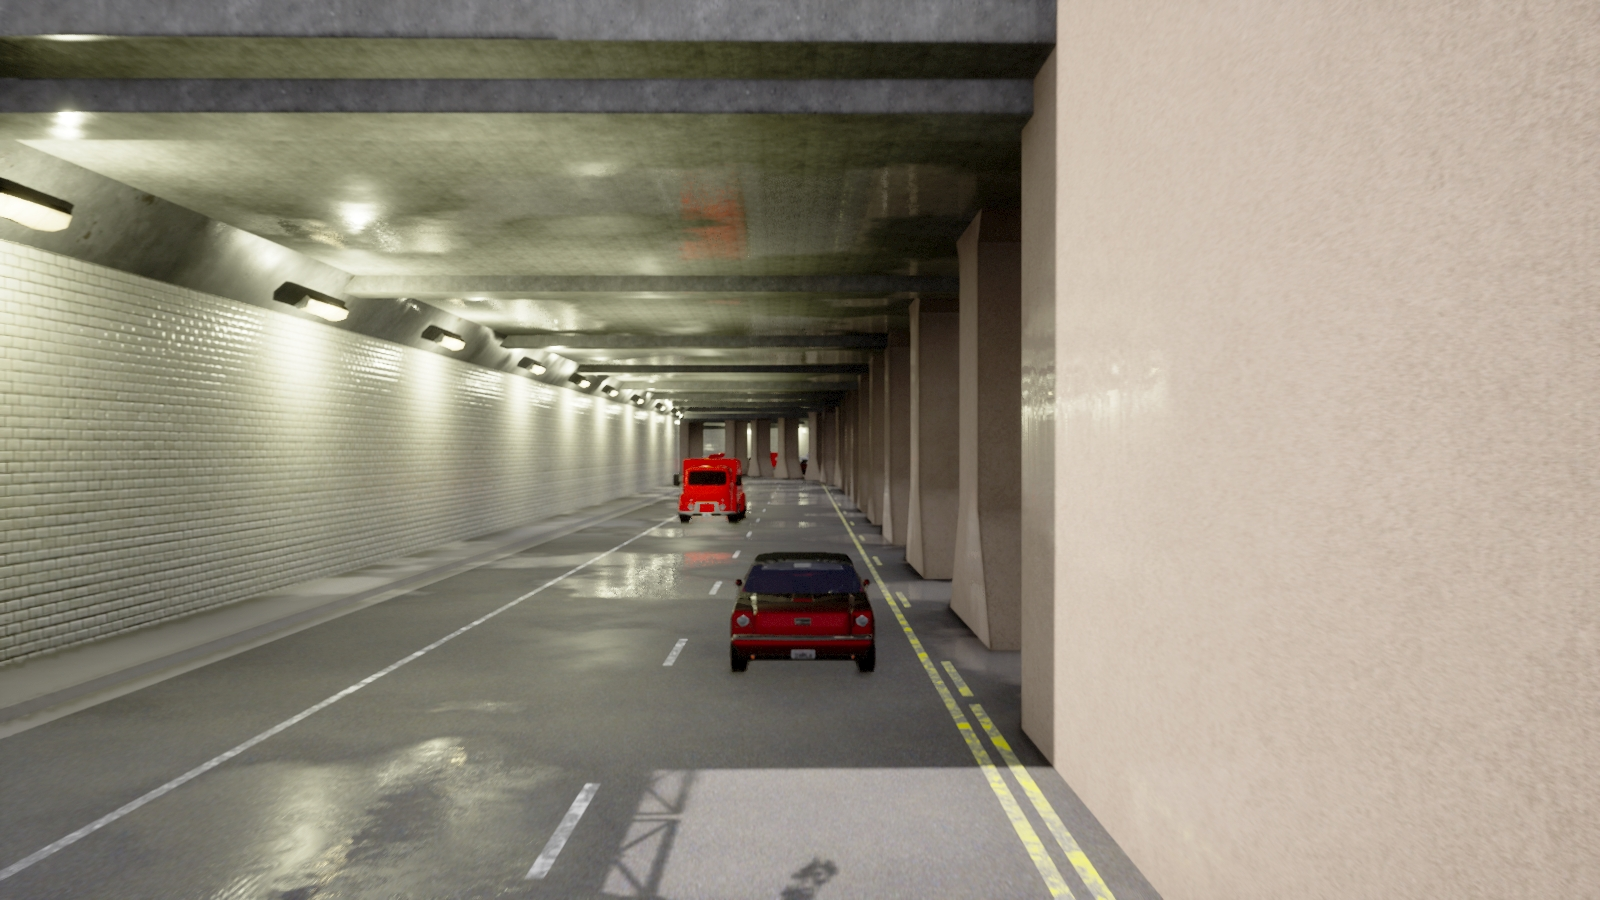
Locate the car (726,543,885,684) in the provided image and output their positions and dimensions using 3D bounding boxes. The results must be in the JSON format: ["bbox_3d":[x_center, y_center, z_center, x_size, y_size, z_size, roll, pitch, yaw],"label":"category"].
[{"bbox_3d":[0.069,2.146,16.001,1.895,1.301,4.718,0,0,0],"label":"car"}]

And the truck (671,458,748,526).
[{"bbox_3d":[-3.433,1.545,44.245,2.627,2.467,5.204,0,0,-1],"label":"truck"}]
